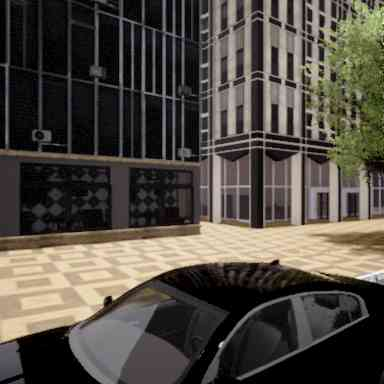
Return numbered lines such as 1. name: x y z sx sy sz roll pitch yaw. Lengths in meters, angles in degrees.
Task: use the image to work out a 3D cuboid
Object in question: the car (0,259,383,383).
1. car: 0.223 1.489 3.103 5.008 1.535 1.882 0 0 -35
